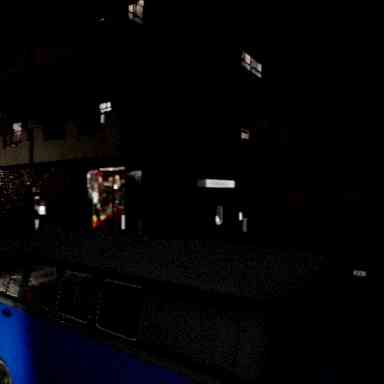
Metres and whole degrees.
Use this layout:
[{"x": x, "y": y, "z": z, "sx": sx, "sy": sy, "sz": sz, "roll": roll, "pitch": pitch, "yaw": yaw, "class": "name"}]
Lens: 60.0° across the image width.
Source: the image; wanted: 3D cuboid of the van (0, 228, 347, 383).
[{"x": -0.598, "y": 1.341, "z": 3.303, "sx": 3.998, "sy": 1.788, "sz": 1.690, "roll": 0, "pitch": 0, "yaw": 35, "class": "van"}]
